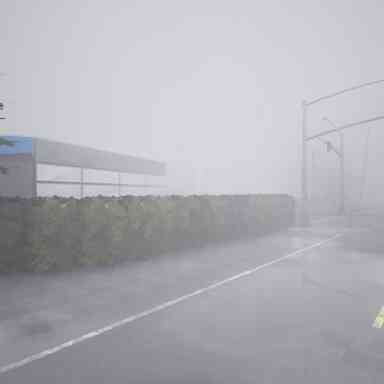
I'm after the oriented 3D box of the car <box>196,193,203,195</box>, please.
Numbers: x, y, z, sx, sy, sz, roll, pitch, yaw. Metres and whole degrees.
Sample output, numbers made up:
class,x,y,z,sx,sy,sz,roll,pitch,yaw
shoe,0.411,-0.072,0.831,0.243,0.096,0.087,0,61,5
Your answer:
class,x,y,z,sx,sy,sz,roll,pitch,yaw
car,1.971,1.154,86.094,2.152,1.636,5.027,0,0,38

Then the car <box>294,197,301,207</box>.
class,x,y,z,sx,sy,sz,roll,pitch,yaw
car,13.036,1.340,44.656,2.007,1.523,4.514,0,0,38

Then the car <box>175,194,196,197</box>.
class,x,y,z,sx,sy,sz,roll,pitch,yaw
car,-1.875,1.298,66.108,2.007,1.523,4.514,0,0,38

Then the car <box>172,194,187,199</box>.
class,x,y,z,sx,sy,sz,roll,pitch,yaw
car,-3.277,1.232,89.803,1.970,1.475,3.806,0,0,38

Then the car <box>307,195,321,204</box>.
class,x,y,z,sx,sy,sz,roll,pitch,yaw
car,22.179,1.384,61.143,1.970,1.475,3.806,0,0,38

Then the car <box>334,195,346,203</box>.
class,x,y,z,sx,sy,sz,roll,pitch,yaw
car,29.106,1.374,65.139,1.845,1.501,3.633,0,0,38

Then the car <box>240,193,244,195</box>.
class,x,y,z,sx,sy,sz,roll,pitch,yaw
car,12.034,1.077,78.193,1.905,1.878,3.866,0,0,38
